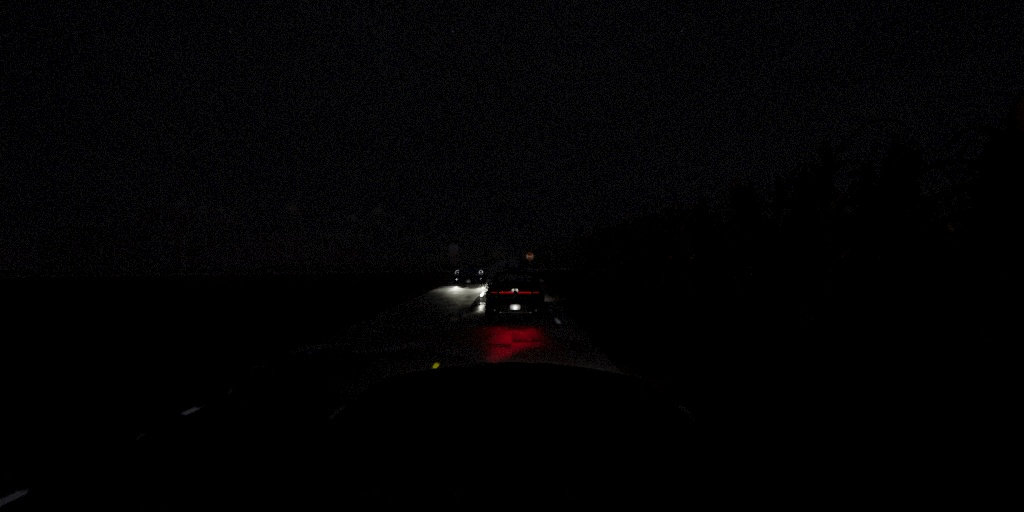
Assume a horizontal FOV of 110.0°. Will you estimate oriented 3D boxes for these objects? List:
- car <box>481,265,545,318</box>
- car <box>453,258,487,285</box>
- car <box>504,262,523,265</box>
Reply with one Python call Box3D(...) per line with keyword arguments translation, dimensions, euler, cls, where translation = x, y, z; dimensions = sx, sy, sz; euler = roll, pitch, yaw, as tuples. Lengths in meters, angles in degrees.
Box3D(translation=(0.104, 1.229, 12.840), dimensions=(1.837, 1.490, 4.892), euler=(0, 0, 0), cls="car")
Box3D(translation=(-2.805, 1.053, 25.349), dimensions=(2.097, 1.767, 4.553), euler=(0, 0, 0), cls="car")
Box3D(translation=(0.128, 1.192, 27.795), dimensions=(2.128, 1.511, 4.902), euler=(0, 0, 0), cls="car")
